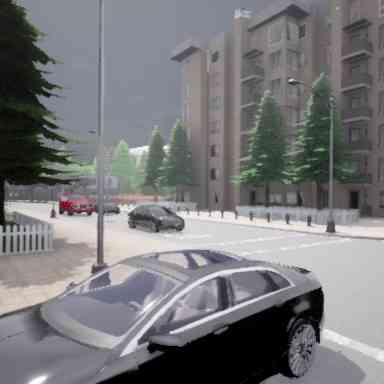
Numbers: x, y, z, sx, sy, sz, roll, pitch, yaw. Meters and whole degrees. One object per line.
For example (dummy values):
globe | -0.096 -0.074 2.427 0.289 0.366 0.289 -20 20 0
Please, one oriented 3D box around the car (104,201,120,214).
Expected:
car | -9.614 1.692 36.835 1.994 1.385 4.181 1 0 -36

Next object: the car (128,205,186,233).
car | -2.278 1.603 20.473 1.837 1.490 4.892 1 0 -36

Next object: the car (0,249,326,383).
car | -0.285 1.507 3.793 4.902 1.511 2.128 1 0 -42

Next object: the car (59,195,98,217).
car | -11.814 1.320 33.646 2.150 2.045 5.566 1 0 -35
